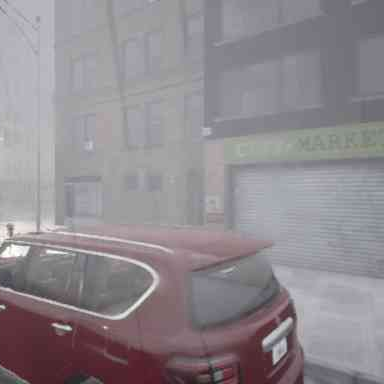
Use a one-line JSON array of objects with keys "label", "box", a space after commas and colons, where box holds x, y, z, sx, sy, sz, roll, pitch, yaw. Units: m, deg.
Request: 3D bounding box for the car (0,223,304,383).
[{"label": "car", "box": [-1.262, 1.308, 3.982, 5.009, 1.841, 2.192, 0, 0, 36]}]
